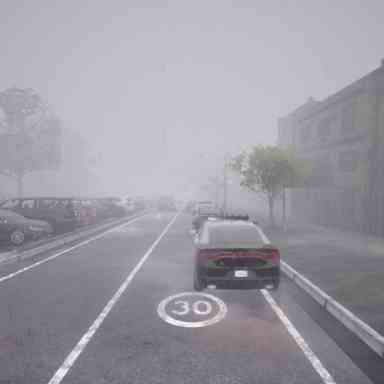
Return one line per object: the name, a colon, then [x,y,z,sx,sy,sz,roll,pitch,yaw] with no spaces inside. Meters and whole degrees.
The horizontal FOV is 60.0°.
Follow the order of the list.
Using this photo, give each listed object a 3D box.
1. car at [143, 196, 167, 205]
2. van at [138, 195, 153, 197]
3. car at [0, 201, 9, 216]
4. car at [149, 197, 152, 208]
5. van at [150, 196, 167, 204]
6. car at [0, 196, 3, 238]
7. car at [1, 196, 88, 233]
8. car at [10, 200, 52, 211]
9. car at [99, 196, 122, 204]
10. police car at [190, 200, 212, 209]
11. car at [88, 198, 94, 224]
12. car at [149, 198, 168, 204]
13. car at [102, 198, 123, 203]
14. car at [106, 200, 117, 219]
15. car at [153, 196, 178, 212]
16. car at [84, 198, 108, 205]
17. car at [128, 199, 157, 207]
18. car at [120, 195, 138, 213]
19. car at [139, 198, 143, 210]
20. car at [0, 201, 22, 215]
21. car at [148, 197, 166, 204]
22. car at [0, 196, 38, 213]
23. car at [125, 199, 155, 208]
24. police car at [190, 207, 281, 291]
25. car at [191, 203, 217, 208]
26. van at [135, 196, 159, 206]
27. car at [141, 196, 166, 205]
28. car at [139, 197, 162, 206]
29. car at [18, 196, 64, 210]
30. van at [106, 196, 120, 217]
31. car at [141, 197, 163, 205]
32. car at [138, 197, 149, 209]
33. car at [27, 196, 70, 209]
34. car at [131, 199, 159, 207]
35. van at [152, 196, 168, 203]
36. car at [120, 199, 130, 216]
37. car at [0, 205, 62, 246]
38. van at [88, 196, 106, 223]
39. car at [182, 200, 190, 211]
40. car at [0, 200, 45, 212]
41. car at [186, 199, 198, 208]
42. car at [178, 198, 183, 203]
car: [-8.840,1.956,79.400,5.566,2.045,2.435,0,-1,0]
van: [-8.734,1.672,54.172,4.442,1.987,1.878,0,-1,0]
car: [-21.887,1.713,34.407,4.792,1.488,2.163,0,-1,0]
car: [-9.032,1.826,48.563,5.366,1.575,1.946,0,-1,0]
van: [-8.993,2.119,90.612,4.442,1.987,1.878,0,-1,0]
car: [-8.869,1.232,9.325,5.566,2.045,2.435,0,0,0]
car: [-8.861,1.283,17.735,5.566,2.045,2.435,0,0,0]
car: [-21.922,1.833,45.422,4.674,1.452,2.002,0,-1,0]
car: [-21.985,2.089,90.095,5.566,2.045,2.435,0,-1,0]
police car: [0.991,1.559,25.215,1.930,1.638,5.238,0,-1,0]
car: [-8.800,1.431,20.534,4.553,1.767,2.185,0,-1,0]
car: [-8.868,2.312,87.806,4.892,1.521,2.231,0,-1,0]
car: [-22.144,2.371,92.867,5.366,1.575,1.946,0,-1,0]
car: [-8.826,1.608,26.141,4.892,1.521,2.231,0,-1,0]
car: [-3.322,1.523,43.363,2.150,2.045,5.566,0,-1,0]
car: [-21.952,2.171,76.213,4.892,1.521,2.231,0,-1,0]
car: [-8.826,1.996,59.775,4.792,1.488,2.163,0,-1,0]
car: [-8.865,1.432,34.553,5.566,2.045,2.435,0,-1,0]
car: [-8.812,1.766,40.155,4.792,1.488,2.163,0,-1,0]
car: [-21.947,1.738,37.192,4.792,1.488,2.163,0,-1,0]
car: [-8.904,2.151,85.005,4.553,1.767,2.185,0,-1,0]
car: [-21.892,1.484,39.978,5.566,2.045,2.435,0,-1,0]
car: [-8.824,1.962,56.972,4.792,1.488,2.163,0,-1,0]
police car: [0.981,1.431,9.187,1.930,1.638,5.238,0,0,0]
car: [0.988,1.584,19.095,1.837,1.490,4.892,0,-1,0]
van: [-8.742,1.810,65.384,4.442,1.987,1.878,0,-1,0]
car: [-8.838,1.922,76.597,5.566,2.045,2.435,0,-1,0]
car: [-8.831,1.979,70.989,4.553,1.767,2.185,0,-1,0]
car: [-21.897,1.576,48.333,5.566,2.045,2.435,0,-1,0]
van: [-8.950,1.407,28.946,4.442,1.987,1.878,0,-1,0]
car: [-8.834,2.013,73.792,4.553,1.767,2.185,0,-1,0]
car: [-8.840,1.796,45.763,5.008,1.535,2.097,0,-1,0]
car: [-21.900,1.609,50.994,5.566,2.045,2.435,0,-1,0]
car: [-8.852,2.001,62.578,5.008,1.535,2.097,0,-1,0]
van: [-8.995,2.154,93.415,4.442,1.987,1.878,0,-1,0]
car: [-8.830,1.658,31.747,5.008,1.535,2.097,0,-1,0]
car: [-8.841,1.514,14.927,4.892,1.521,2.231,0,0,0]
van: [-8.716,1.356,23.339,4.442,1.987,1.878,0,-1,0]
car: [0.072,1.882,46.267,2.033,1.411,5.357,0,-1,1]
car: [-21.917,1.765,42.762,5.008,1.535,2.097,0,-1,0]
car: [0.041,2.060,59.947,1.994,1.385,4.181,0,-1,0]
car: [-3.193,2.380,86.826,1.994,1.385,4.181,0,-1,0]
